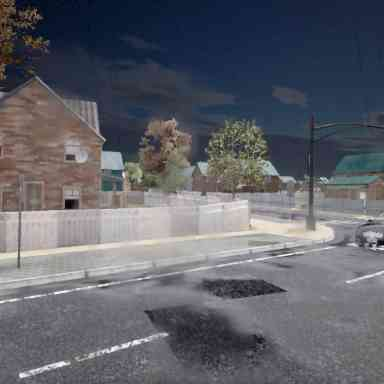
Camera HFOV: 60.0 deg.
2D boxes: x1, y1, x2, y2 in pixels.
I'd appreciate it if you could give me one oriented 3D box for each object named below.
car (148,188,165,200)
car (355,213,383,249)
[{"bbox_3d":[-6.664,0.336,61.598,2.150,2.045,5.566,1,0,-21],"label":"car"},{"bbox_3d":[8.583,1.505,13.543,4.902,1.511,2.128,0,0,-35],"label":"car"}]
